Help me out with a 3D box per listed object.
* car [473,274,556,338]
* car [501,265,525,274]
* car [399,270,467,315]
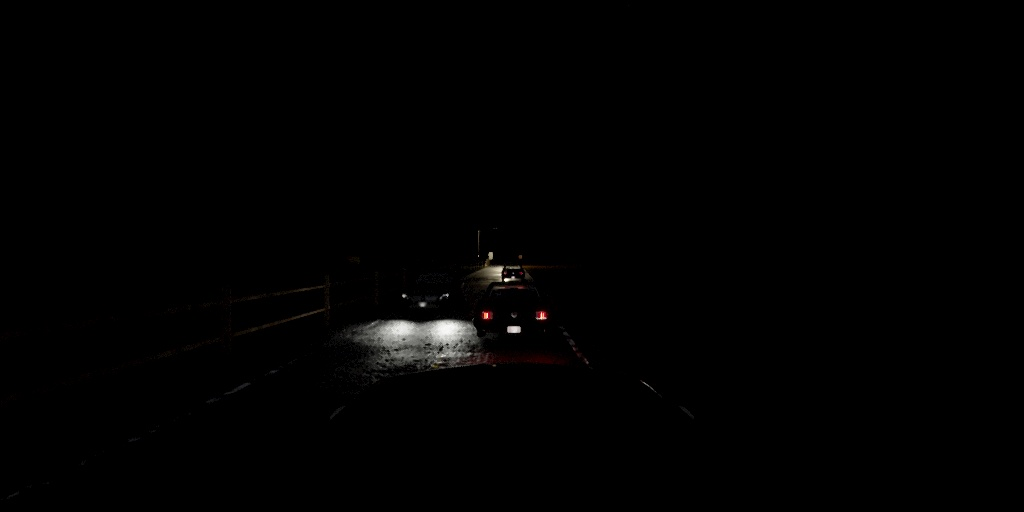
[{"bbox_3d":[0.061,1.354,10.220,1.895,1.301,4.718,0,0,0],"label":"car"},{"bbox_3d":[0.084,1.374,29.955,1.895,1.301,4.718,0,0,0],"label":"car"},{"bbox_3d":[-2.848,1.281,13.765,1.812,1.442,4.674,0,0,0],"label":"car"}]
